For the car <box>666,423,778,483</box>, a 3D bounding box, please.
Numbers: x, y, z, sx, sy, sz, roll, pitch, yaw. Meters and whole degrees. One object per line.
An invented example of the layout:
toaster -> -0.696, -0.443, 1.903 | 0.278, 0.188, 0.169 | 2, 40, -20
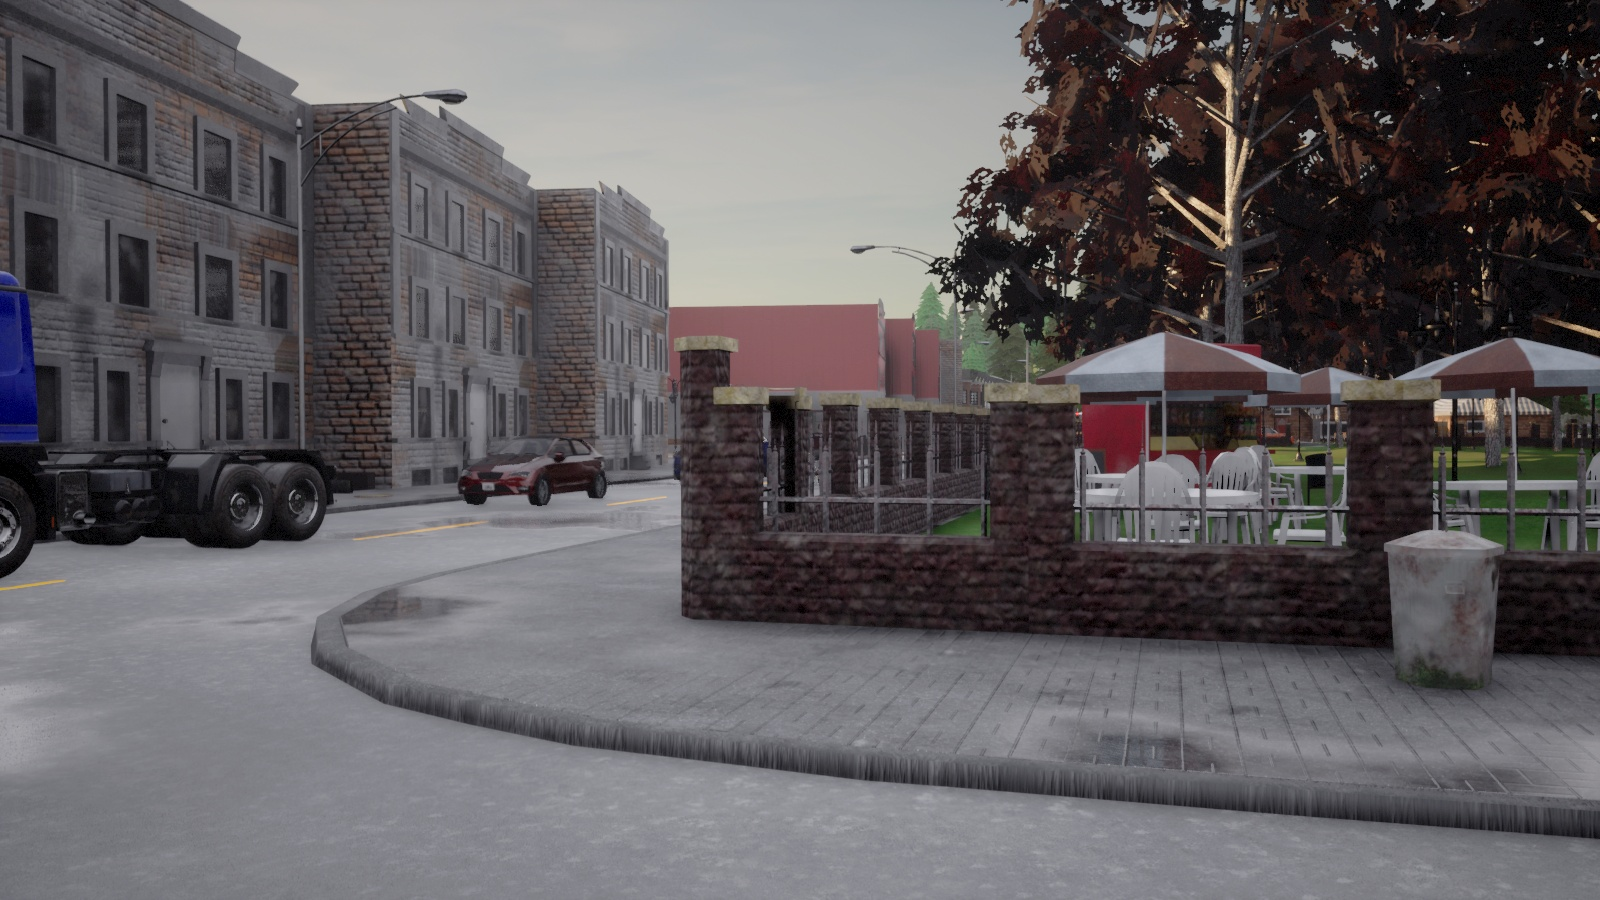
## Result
car -> -2.354, 0.045, 39.450 | 2.097, 1.767, 4.553 | 0, 1, 16

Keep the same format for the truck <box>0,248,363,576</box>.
truck -> -9.209, -0.443, 15.879 | 2.891, 3.462, 7.936 | 0, 1, 16

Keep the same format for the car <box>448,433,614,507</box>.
car -> -5.799, 0.377, 27.620 | 1.816, 1.474, 4.193 | 0, 1, 16
